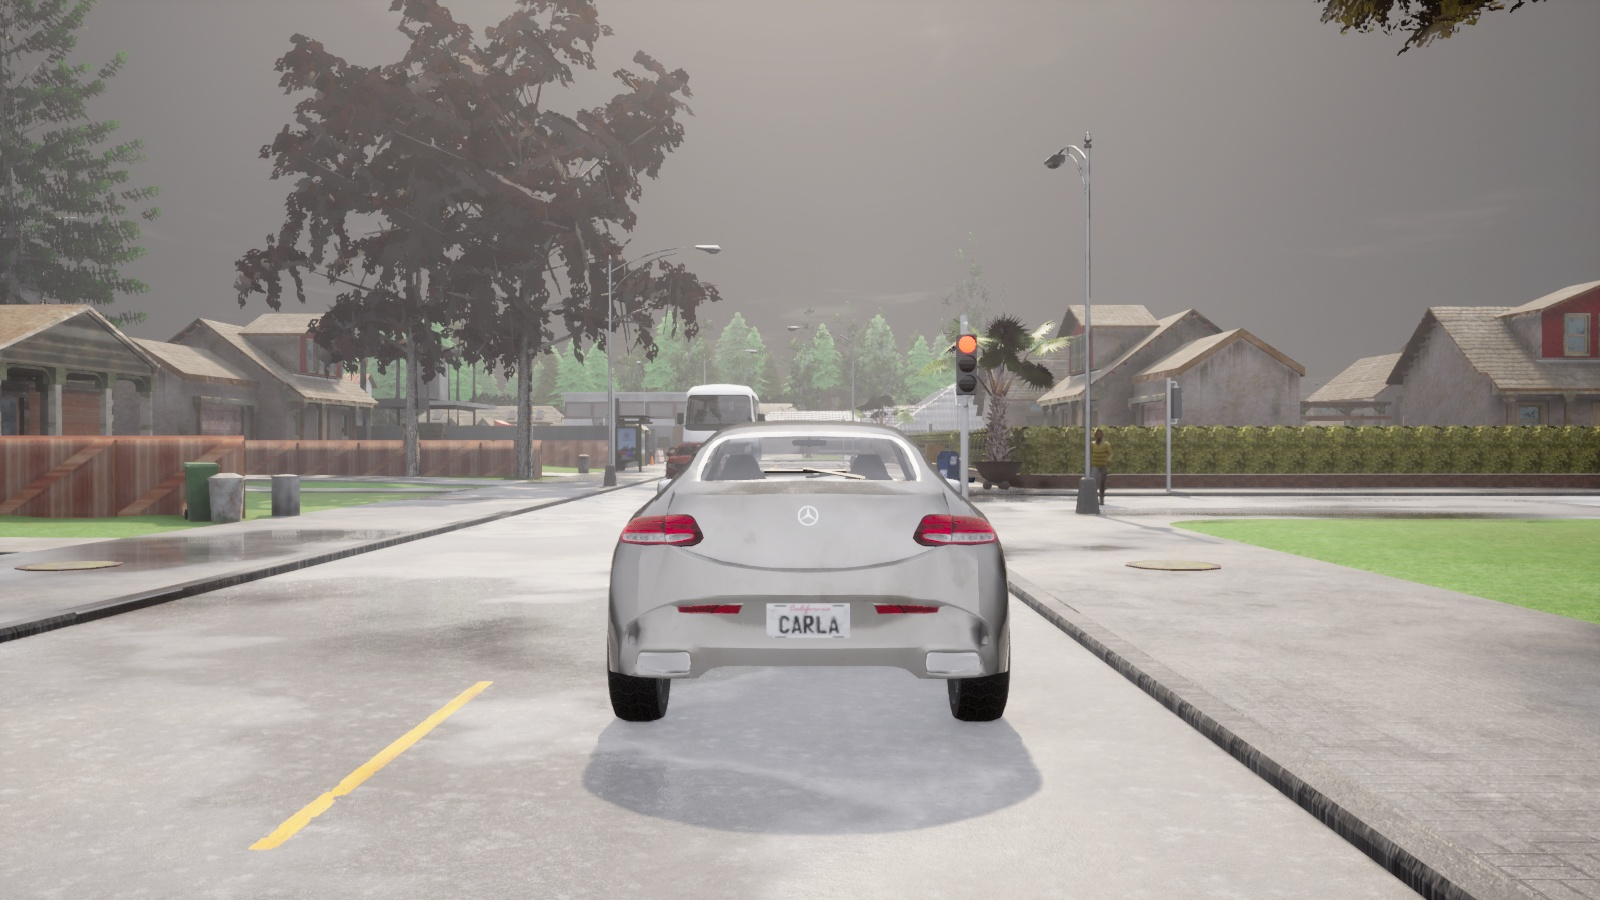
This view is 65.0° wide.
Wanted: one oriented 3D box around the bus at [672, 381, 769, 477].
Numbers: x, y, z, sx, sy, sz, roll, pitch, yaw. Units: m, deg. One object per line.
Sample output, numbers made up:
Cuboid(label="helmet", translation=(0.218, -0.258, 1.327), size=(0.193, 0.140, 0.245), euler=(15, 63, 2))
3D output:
Cuboid(label="bus", translation=(-3.652, -0.972, 60.758), size=(3.944, 4.253, 10.273), euler=(0, 0, 0))

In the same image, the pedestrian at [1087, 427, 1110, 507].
Cuboid(label="pedestrian", translation=(6.974, 0.388, 29.351), size=(0.431, 1.840, 0.709), euler=(0, 0, 21))

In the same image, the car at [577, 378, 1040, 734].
Cuboid(label="car", translation=(0.062, 0.479, 8.354), size=(2.152, 1.651, 5.027), euler=(0, 0, 1))

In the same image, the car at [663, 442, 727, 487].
Cuboid(label="car", translation=(-3.739, 0.467, 45.450), size=(1.882, 1.535, 5.008), euler=(0, 0, 0))
